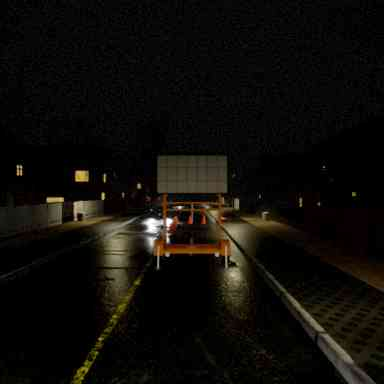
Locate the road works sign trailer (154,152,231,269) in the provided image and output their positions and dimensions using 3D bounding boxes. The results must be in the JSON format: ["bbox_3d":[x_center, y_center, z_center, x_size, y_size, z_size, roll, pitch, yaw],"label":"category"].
[{"bbox_3d":[0.011,0.473,11.114,2.380,3.560,2.880,0,0,0],"label":"road works sign trailer"}]

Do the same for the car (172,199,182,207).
[{"bbox_3d":[-2.694,1.796,56.431,1.994,1.385,4.181,0,0,0],"label":"car"}]

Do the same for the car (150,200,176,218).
[{"bbox_3d":[-2.820,1.678,31.170,1.895,1.301,4.718,0,0,0],"label":"car"}]
